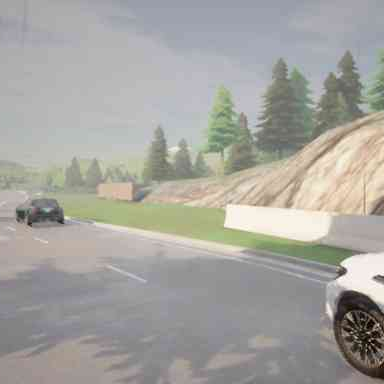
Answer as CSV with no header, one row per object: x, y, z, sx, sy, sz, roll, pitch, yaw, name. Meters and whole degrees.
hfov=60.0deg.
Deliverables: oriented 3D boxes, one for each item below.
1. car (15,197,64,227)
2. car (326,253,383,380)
-9.852,1.130,21.375,2.097,1.767,4.553,-1,1,-37,car
3.445,1.186,2.524,2.150,2.045,5.566,1,0,-13,car
